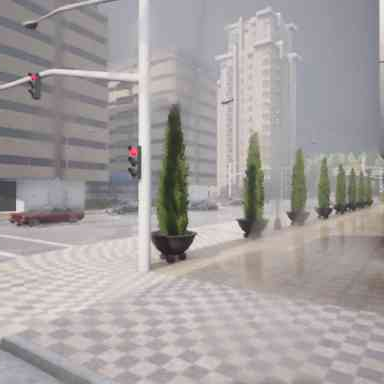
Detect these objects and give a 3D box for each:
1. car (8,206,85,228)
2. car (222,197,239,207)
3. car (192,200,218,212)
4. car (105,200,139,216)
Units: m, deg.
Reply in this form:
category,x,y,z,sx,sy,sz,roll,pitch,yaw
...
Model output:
category,x,y,z,sx,sy,sz,roll,pitch,yaw
car,-9.813,1.645,22.739,1.895,1.301,4.718,0,0,34
car,6.532,1.568,52.604,1.812,1.442,4.674,0,0,35
car,1.320,1.608,38.954,1.994,1.385,4.181,0,0,35
car,-6.565,1.568,33.630,1.812,1.442,4.674,0,0,34
